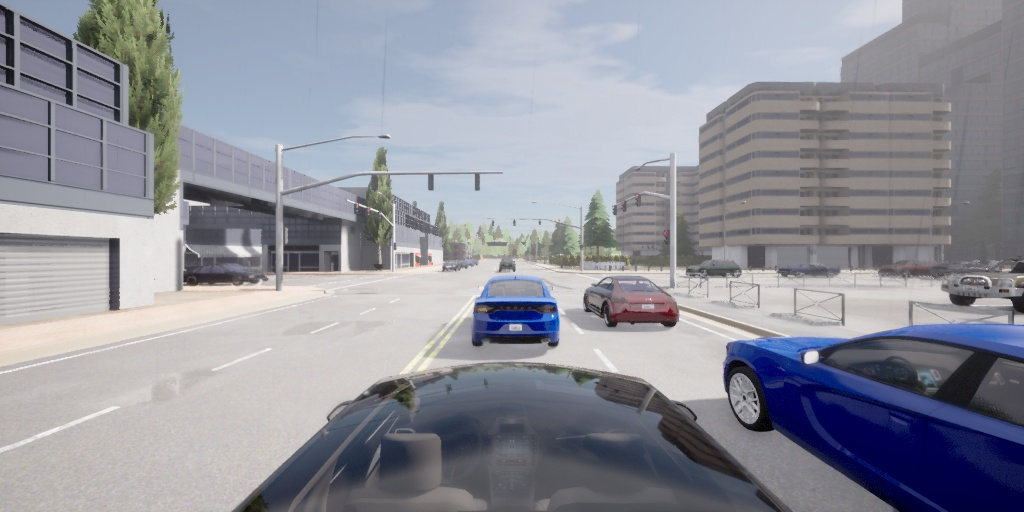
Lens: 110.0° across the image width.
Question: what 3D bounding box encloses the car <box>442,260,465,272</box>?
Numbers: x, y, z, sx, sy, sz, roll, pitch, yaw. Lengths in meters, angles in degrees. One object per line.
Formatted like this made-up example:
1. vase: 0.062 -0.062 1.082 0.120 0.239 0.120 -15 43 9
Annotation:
1. car: -7.866 1.242 46.786 2.128 1.511 4.902 0 0 0

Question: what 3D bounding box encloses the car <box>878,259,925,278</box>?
1. car: 37.457 1.102 33.749 4.553 1.767 2.097 0 0 -1

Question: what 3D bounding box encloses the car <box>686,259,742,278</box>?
1. car: 18.674 1.102 33.369 4.553 1.767 2.097 0 0 -1

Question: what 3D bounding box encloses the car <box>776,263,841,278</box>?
1. car: 27.661 1.351 33.558 4.718 1.301 1.895 0 0 -1

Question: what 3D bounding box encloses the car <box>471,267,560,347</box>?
1. car: 0.091 1.228 9.396 1.882 1.535 5.008 0 0 0

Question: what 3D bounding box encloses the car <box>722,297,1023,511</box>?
1. car: 3.602 1.228 2.546 1.882 1.535 5.008 0 0 0

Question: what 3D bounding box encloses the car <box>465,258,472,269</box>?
1. car: -8.008 1.314 56.746 1.994 1.385 4.181 0 0 -1

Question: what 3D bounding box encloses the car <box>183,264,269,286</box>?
1. car: -19.955 1.297 24.699 5.357 1.411 2.033 0 0 -1

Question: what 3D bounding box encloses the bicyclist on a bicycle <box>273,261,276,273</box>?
1. bicyclist on a bicycle: -25.855 1.053 39.601 0.582 1.620 1.656 0 0 -1

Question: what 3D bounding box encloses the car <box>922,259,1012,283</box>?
1. car: 38.085 1.255 30.078 4.892 1.490 1.837 0 0 -1

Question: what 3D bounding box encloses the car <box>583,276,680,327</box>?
1. car: 3.598 1.314 11.529 1.994 1.385 4.181 0 0 0

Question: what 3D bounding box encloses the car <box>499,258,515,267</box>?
1. car: -0.659 1.102 48.039 2.097 1.767 4.553 0 0 -1
